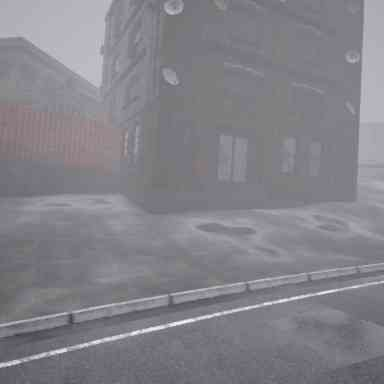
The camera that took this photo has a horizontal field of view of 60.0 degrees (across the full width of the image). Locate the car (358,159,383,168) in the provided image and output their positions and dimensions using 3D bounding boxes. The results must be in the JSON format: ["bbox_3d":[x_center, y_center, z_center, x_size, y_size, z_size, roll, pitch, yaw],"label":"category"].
[{"bbox_3d":[22.584,-3.263,42.058,4.553,1.767,2.185,2,-3,16],"label":"car"}]
